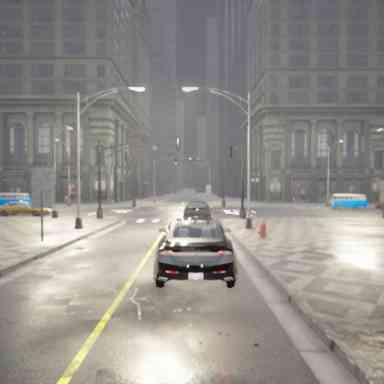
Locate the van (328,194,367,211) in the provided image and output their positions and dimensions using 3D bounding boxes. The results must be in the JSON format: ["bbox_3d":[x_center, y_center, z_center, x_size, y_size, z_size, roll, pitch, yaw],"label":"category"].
[{"bbox_3d":[17.689,1.159,37.734,3.998,1.788,1.690,0,1,0],"label":"van"}]

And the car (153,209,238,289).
[{"bbox_3d":[0.082,1.445,9.036,2.128,1.511,4.902,0,0,0],"label":"car"}]

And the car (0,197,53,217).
[{"bbox_3d":[-14.681,1.419,29.015,4.829,1.417,1.752,0,1,0],"label":"car"}]

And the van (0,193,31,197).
[{"bbox_3d":[-20.295,1.034,37.510,3.998,1.788,1.690,0,1,0],"label":"van"}]

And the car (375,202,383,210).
[{"bbox_3d":[23.213,1.382,37.767,4.507,1.381,1.887,0,1,0],"label":"car"}]

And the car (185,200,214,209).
[{"bbox_3d":[0.498,1.389,24.423,1.837,1.490,4.892,0,0,5],"label":"car"}]
